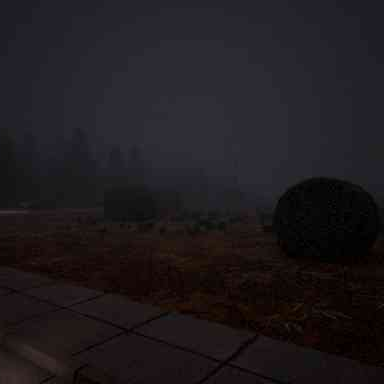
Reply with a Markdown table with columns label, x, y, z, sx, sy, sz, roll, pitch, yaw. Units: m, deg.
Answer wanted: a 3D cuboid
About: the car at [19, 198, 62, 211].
| label | x | y | z | sx | sy | sz | roll | pitch | yaw |
| --- | --- | --- | --- | --- | --- | --- | --- | --- | --- |
| car | -18.284 | 1.466 | 40.285 | 1.882 | 1.535 | 5.008 | 0 | 0 | 37 |
